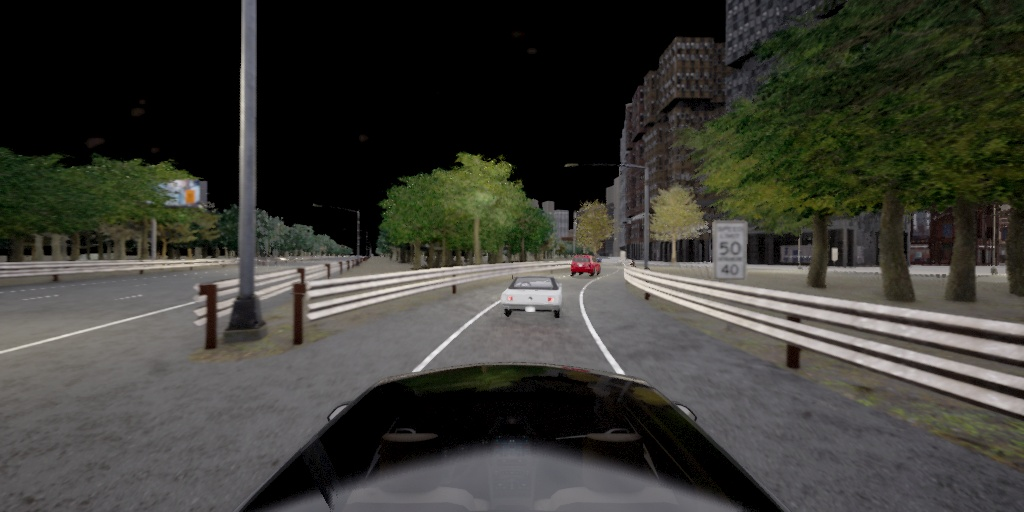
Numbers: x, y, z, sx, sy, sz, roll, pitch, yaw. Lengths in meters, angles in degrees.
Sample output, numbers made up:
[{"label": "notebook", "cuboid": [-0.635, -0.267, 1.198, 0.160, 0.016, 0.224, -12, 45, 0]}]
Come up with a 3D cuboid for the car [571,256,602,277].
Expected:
[{"label": "car", "cuboid": [7.380, 0.994, 35.682, 2.150, 2.045, 5.566, 0, 0, 23]}]

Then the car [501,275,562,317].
[{"label": "car", "cuboid": [0.893, 1.348, 13.183, 1.895, 1.301, 4.718, 0, 0, 8]}]
